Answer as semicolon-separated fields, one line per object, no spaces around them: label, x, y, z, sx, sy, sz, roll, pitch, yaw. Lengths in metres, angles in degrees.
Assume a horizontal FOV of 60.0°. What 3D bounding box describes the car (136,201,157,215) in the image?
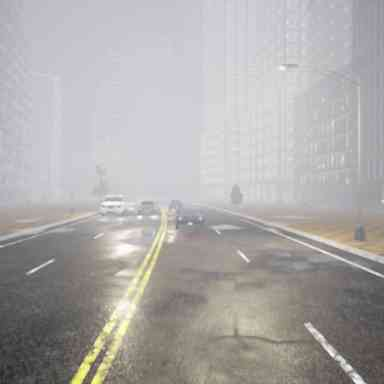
car;-4.668;1.639;35.045;1.812;1.442;4.674;0;0;-5

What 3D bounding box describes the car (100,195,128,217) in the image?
car;-7.800;1.330;33.677;2.150;2.045;5.566;0;0;-5

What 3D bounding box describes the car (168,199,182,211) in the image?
car;-2.165;1.662;43.943;1.812;1.442;4.674;0;0;-7

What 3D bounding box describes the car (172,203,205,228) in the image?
car;-0.234;1.677;22.798;1.895;1.301;4.718;0;0;-3
